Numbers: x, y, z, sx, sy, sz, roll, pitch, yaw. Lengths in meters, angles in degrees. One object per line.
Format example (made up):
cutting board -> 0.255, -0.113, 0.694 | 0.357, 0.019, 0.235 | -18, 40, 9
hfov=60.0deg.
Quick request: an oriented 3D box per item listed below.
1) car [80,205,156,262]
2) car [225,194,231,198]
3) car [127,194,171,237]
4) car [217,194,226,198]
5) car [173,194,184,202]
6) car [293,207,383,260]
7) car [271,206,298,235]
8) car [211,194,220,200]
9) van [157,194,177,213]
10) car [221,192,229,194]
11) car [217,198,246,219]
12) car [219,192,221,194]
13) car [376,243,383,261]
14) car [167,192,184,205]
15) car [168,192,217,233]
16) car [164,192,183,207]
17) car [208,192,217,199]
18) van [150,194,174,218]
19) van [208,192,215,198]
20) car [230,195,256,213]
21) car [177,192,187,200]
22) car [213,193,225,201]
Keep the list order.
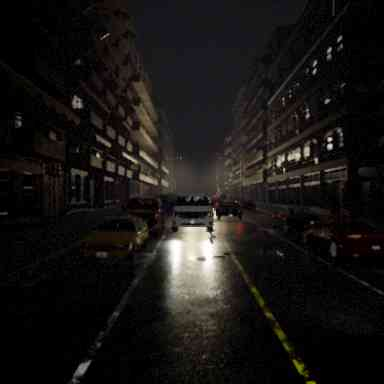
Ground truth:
car -> -2.529, 1.432, 11.783 | 1.752, 1.417, 4.829 | 2, 0, 0
car -> 5.399, 1.276, 39.529 | 1.887, 1.381, 4.507 | 1, 0, 0
car -> -2.514, 1.179, 17.483 | 2.192, 1.841, 5.009 | 2, 0, 0
car -> 2.852, 1.286, 40.441 | 1.994, 1.385, 4.181 | 0, 0, 1
car -> -2.444, 1.165, 61.727 | 1.947, 1.339, 4.313 | 1, 0, 0
car -> 5.350, 1.462, 11.876 | 1.887, 1.381, 4.507 | 1, 0, 0
car -> 5.360, 1.427, 17.408 | 2.008, 1.369, 4.403 | 1, 0, 0
car -> 5.431, 1.121, 78.248 | 1.802, 1.307, 4.206 | 1, 0, 0
van -> -2.486, 1.094, 34.073 | 1.690, 1.788, 3.998 | 2, 0, 0
car -> 5.419, 1.139, 45.060 | 1.967, 1.590, 4.097 | 1, 0, 0
car -> 2.837, 1.409, 26.539 | 1.895, 1.301, 4.718 | 0, 0, 0
car -> 5.399, 0.953, 56.121 | 2.192, 1.841, 5.009 | 1, 0, 0
car -> 3.575, 1.511, 2.428 | 1.812, 1.442, 4.674 | 0, 0, 0
car -> -2.456, 0.972, 50.663 | 2.192, 1.841, 5.009 | 2, 0, 0
car -> 0.030, 1.078, 18.971 | 2.150, 2.045, 5.566 | 0, 1, 0
car -> -2.466, 1.003, 45.134 | 2.192, 1.841, 5.009 | 2, 0, 0
car -> 5.456, 0.816, 89.310 | 2.192, 1.841, 5.009 | 1, 0, 0
van -> -2.495, 1.128, 28.541 | 1.690, 1.788, 3.998 | 2, 0, 0
van -> 5.464, 0.826, 94.842 | 1.690, 1.788, 3.998 | 1, 0, 0
car -> 5.389, 1.309, 33.999 | 1.887, 1.381, 4.507 | 1, 0, 0
car -> -2.409, 0.842, 78.316 | 2.192, 1.841, 5.009 | 1, 0, 0
car -> 5.415, 1.025, 67.185 | 1.967, 1.590, 4.097 | 1, 0, 0
